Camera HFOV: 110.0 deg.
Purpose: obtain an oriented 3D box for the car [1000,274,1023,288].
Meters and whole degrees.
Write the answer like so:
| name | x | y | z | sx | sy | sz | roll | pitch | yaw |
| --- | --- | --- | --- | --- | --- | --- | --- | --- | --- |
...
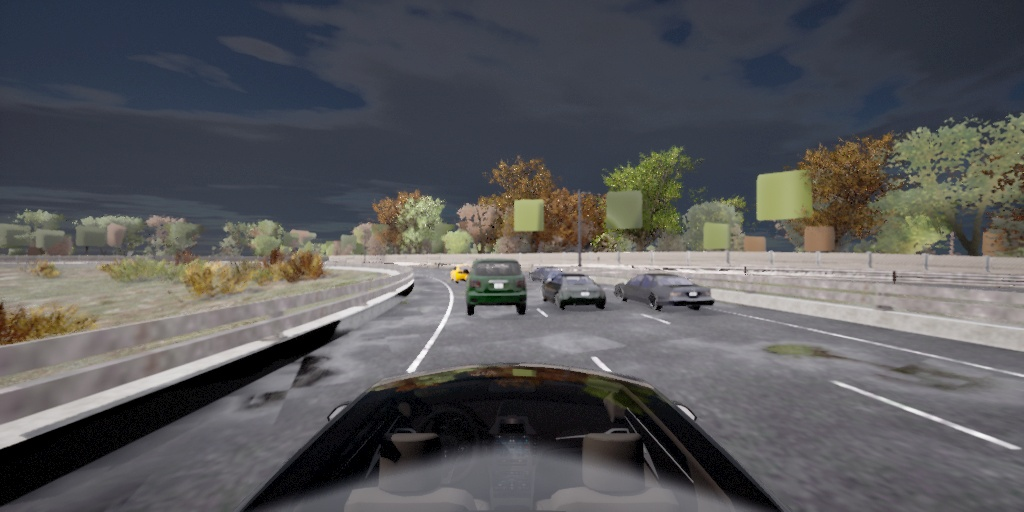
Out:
| name | x | y | z | sx | sy | sz | roll | pitch | yaw |
| --- | --- | --- | --- | --- | --- | --- | --- | --- | --- |
| car | 44.717 | 1.867 | 30.048 | 4.553 | 1.767 | 2.097 | 3 | 0 | 22 |

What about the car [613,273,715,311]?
| name | x | y | z | sx | sy | sz | roll | pitch | yaw |
| --- | --- | --- | --- | --- | --- | --- | --- | --- | --- |
| car | 6.187 | 1.439 | 15.353 | 2.033 | 1.411 | 5.357 | 0 | -1 | -7 |

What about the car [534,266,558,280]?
| name | x | y | z | sx | sy | sz | roll | pitch | yaw |
| --- | --- | --- | --- | --- | --- | --- | --- | --- | --- |
| car | 3.048 | 1.604 | 31.295 | 2.033 | 1.411 | 5.357 | 0 | -1 | -15 |

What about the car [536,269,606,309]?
| name | x | y | z | sx | sy | sz | roll | pitch | yaw |
| --- | --- | --- | --- | --- | --- | --- | --- | --- | --- |
| car | 2.580 | 1.461 | 15.880 | 1.994 | 1.385 | 4.181 | 0 | -1 | -7 |

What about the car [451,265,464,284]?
| name | x | y | z | sx | sy | sz | roll | pitch | yaw |
| --- | --- | --- | --- | --- | --- | --- | --- | --- | --- |
| car | -4.196 | 1.532 | 31.158 | 1.882 | 1.535 | 5.008 | 0 | 0 | -16 |

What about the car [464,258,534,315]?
| name | x | y | z | sx | sy | sz | roll | pitch | yaw |
| --- | --- | --- | --- | --- | --- | --- | --- | --- | --- |
| car | -0.771 | 1.108 | 14.594 | 2.150 | 2.045 | 5.566 | 0 | 0 | -7 |
